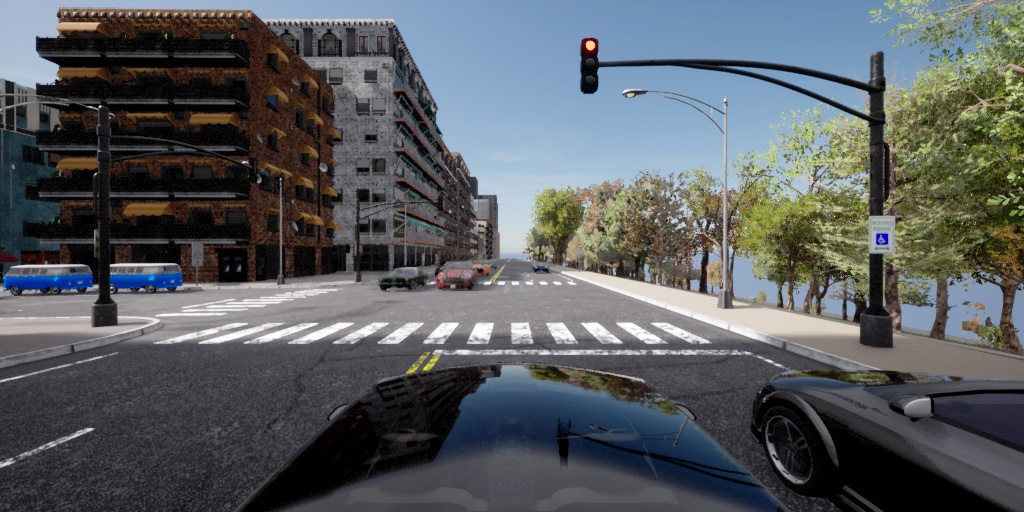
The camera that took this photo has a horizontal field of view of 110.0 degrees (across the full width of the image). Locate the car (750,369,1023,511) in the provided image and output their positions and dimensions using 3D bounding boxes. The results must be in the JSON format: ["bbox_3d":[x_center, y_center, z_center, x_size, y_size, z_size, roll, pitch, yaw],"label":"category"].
[{"bbox_3d":[3.348,1.314,1.834,1.994,1.385,4.181,0,0,0],"label":"car"}]

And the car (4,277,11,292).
[{"bbox_3d":[-22.622,1.624,13.677,4.207,1.307,1.802,0,0,-1],"label":"car"}]

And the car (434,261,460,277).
[{"bbox_3d":[-6.568,1.260,36.707,1.837,1.490,4.892,0,0,0],"label":"car"}]

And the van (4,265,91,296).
[{"bbox_3d":[-28.302,1.425,21.953,3.998,1.789,1.690,0,0,-1],"label":"van"}]

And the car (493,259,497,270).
[{"bbox_3d":[-3.291,1.255,54.007,2.128,1.511,4.902,0,0,0],"label":"car"}]

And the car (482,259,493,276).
[{"bbox_3d":[-3.318,1.107,36.288,2.097,1.767,4.553,0,0,0],"label":"car"}]

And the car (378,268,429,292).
[{"bbox_3d":[-6.592,1.399,22.189,1.895,1.301,4.718,-1,0,0],"label":"car"}]

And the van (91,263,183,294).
[{"bbox_3d":[-22.701,1.351,22.024,3.998,1.789,1.690,0,0,-1],"label":"van"}]

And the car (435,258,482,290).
[{"bbox_3d":[-3.338,1.128,22.559,2.097,1.767,4.553,0,0,0],"label":"car"}]

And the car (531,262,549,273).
[{"bbox_3d":[3.391,1.358,44.081,1.895,1.301,4.718,0,0,0],"label":"car"}]
